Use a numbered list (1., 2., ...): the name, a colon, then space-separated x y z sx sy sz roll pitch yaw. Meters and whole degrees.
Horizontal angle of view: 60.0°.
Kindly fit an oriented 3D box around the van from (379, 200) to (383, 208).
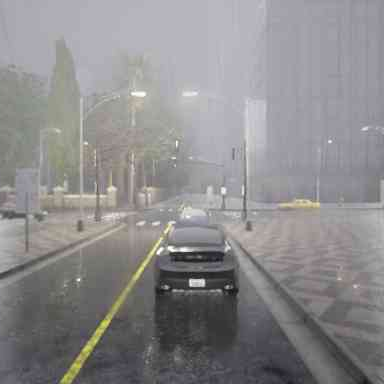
1. van: 23.319 1.163 37.322 3.998 1.788 1.690 -1 1 0

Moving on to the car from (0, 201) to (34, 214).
1. car: -20.435 1.766 37.563 4.206 1.307 1.802 0 0 0

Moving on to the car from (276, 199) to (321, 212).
1. car: 11.911 1.470 37.386 4.829 1.417 1.752 -1 1 0

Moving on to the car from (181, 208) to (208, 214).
1. car: 0.139 1.617 19.468 2.033 1.411 5.357 0 0 2

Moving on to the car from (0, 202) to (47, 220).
1. car: -14.946 1.730 29.007 4.403 1.369 2.008 0 1 0

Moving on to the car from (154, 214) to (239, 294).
1. car: 0.097 1.540 8.863 1.837 1.490 4.892 0 -1 0
